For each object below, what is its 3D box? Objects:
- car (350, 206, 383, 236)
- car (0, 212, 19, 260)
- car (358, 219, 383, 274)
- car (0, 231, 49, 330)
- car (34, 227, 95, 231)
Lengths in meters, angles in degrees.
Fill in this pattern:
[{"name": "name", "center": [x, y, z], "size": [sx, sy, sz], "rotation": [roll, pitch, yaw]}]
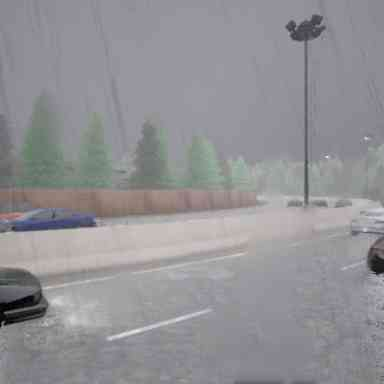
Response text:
[{"name": "car", "center": [9.807, 1.553, 17.426], "size": [1.812, 1.442, 4.674], "rotation": [0, 0, 44]}, {"name": "car", "center": [-8.601, 1.537, 10.907], "size": [4.902, 1.511, 2.128], "rotation": [0, 0, -36]}, {"name": "car", "center": [6.750, 1.577, 9.586], "size": [4.181, 1.385, 1.994], "rotation": [0, 0, -42]}, {"name": "car", "center": [-4.977, 1.570, 4.585], "size": [5.357, 1.411, 2.033], "rotation": [0, 0, -35]}, {"name": "car", "center": [-7.267, 1.534, 16.262], "size": [5.008, 1.535, 1.882], "rotation": [0, 0, -39]}]
